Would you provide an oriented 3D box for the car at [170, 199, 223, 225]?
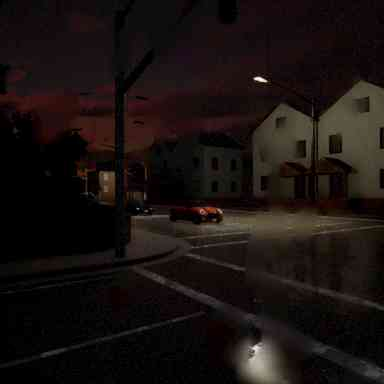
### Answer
[{"bbox_3d":[0.254,1.352,24.533,2.097,1.767,4.553,0,0,-35],"label":"car"}]

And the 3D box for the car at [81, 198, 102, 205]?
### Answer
[{"bbox_3d":[-13.388,1.526,43.758,1.812,1.442,4.674,0,0,-36],"label":"car"}]

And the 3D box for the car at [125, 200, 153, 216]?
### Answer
[{"bbox_3d":[-5.598,1.526,32.776,1.812,1.442,4.674,0,0,-35],"label":"car"}]
